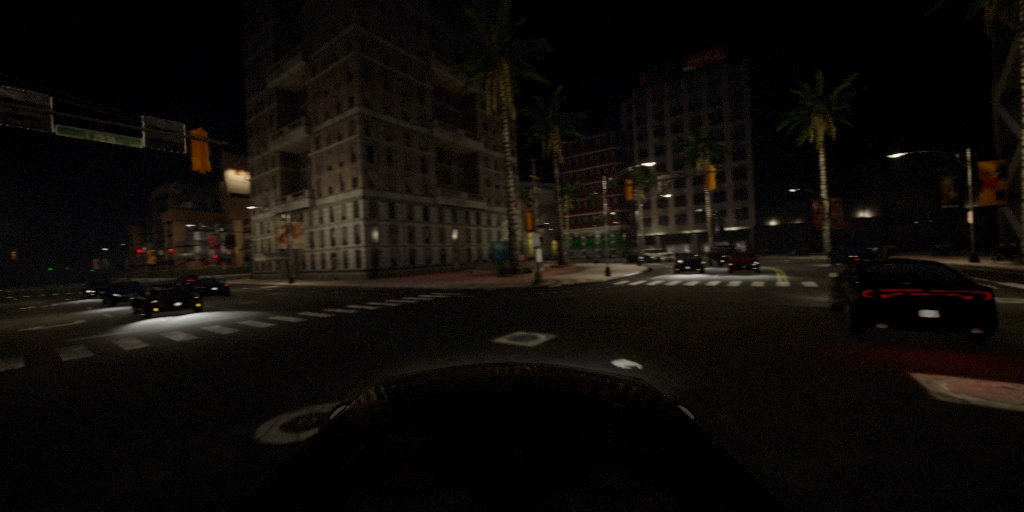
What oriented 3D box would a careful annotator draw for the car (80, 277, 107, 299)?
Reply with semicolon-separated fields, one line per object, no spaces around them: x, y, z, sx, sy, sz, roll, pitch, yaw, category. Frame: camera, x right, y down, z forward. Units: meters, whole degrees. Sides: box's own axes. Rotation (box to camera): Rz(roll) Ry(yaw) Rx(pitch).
-35.934;2.880;31.224;4.892;1.490;1.837;-2;1;36;car

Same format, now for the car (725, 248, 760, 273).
17.135;0.405;26.631;1.882;1.535;5.008;-3;0;31;car

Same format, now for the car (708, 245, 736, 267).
21.221;-0.055;35.765;2.150;2.045;5.566;-3;0;15;car

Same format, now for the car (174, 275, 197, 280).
-36.399;2.892;40.298;4.892;1.490;1.837;-3;0;36;car

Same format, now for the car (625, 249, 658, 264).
18.216;0.200;51.442;2.097;1.767;4.553;-3;0;-12;car

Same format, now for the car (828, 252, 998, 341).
8.887;0.808;8.412;1.882;1.535;5.008;-3;0;36;car

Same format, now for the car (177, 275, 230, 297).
-22.002;2.304;25.715;4.181;1.385;1.994;-3;0;36;car

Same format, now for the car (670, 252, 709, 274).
14.017;0.633;28.210;1.994;1.385;4.181;-3;0;32;car

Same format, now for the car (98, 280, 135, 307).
-25.414;2.426;23.632;4.674;1.442;1.812;-3;0;36;car

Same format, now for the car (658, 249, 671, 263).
21.455;-0.081;53.242;2.150;2.045;5.566;-3;0;-14;car

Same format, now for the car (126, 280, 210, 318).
-16.688;2.068;17.324;4.181;1.385;1.994;-3;0;36;car

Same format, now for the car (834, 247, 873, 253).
25.341;0.073;26.615;1.812;1.442;4.674;-2;0;27;car
